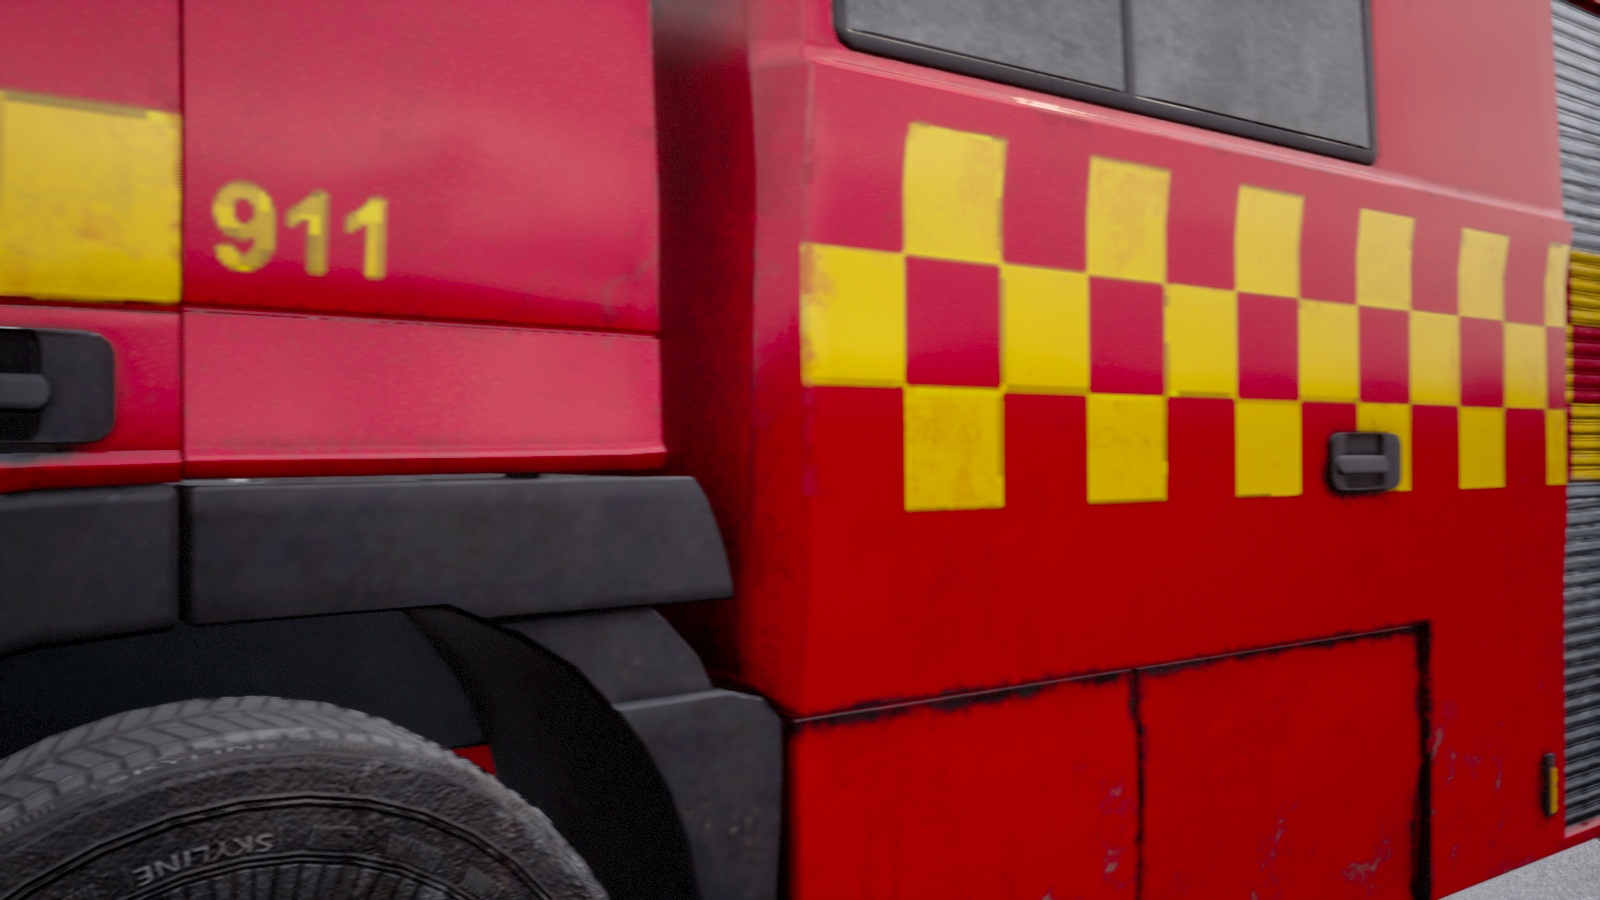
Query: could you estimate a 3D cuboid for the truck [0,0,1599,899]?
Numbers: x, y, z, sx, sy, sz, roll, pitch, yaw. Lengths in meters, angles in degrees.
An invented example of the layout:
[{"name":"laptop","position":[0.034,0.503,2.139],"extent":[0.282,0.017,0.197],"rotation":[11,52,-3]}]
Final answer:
[{"name":"truck","position":[0.378,-0.423,3.927],"extent":[8.468,3.827,2.891],"rotation":[0,0,-35]}]
